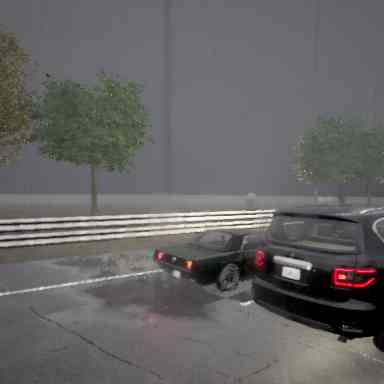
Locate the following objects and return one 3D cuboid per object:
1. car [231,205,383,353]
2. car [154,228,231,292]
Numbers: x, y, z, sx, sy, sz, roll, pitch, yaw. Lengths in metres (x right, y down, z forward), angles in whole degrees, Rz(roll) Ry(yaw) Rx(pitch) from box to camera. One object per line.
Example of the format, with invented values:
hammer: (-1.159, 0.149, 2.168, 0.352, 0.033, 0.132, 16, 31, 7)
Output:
car: (3.595, 1.268, 6.298, 5.566, 2.045, 2.150, 0, 0, -35)
car: (1.444, 1.647, 9.064, 4.718, 1.301, 1.895, 1, 0, -35)
